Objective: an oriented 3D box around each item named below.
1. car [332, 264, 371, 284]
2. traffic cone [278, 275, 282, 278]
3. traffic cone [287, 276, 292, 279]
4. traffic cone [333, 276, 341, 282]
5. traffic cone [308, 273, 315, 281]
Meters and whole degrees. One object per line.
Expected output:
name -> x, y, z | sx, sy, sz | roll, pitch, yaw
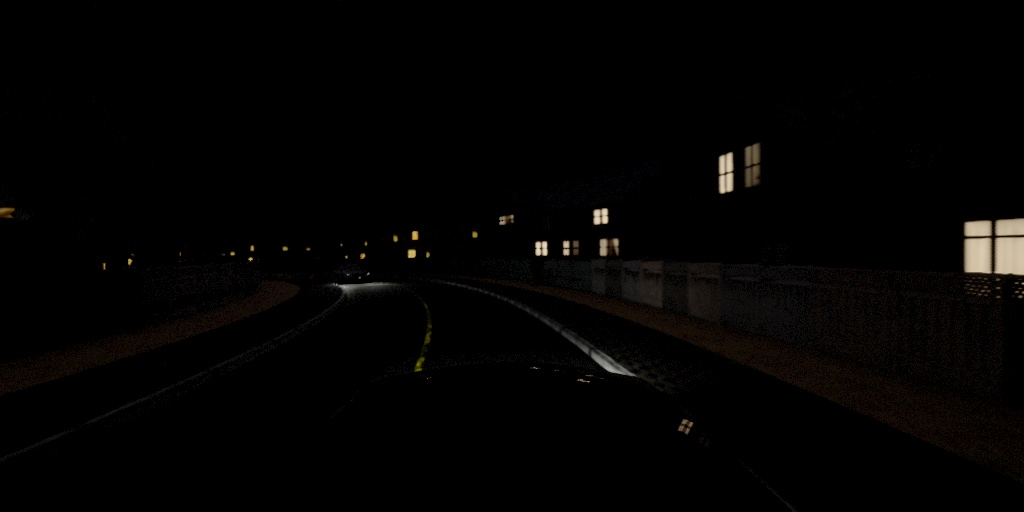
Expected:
car -> -12.359, 1.307, 27.419 | 1.812, 1.442, 4.674 | -1, 0, -40
traffic cone -> -23.193, 1.827, 35.829 | 0.340, 0.580, 0.340 | 0, 0, 33
traffic cone -> -18.658, 1.544, 30.365 | 0.340, 0.580, 0.340 | 0, 0, -32
traffic cone -> -12.276, 1.397, 25.426 | 0.340, 0.580, 0.340 | 0, 0, 3
traffic cone -> -15.499, 1.503, 27.557 | 0.340, 0.580, 0.340 | 0, 0, -9
